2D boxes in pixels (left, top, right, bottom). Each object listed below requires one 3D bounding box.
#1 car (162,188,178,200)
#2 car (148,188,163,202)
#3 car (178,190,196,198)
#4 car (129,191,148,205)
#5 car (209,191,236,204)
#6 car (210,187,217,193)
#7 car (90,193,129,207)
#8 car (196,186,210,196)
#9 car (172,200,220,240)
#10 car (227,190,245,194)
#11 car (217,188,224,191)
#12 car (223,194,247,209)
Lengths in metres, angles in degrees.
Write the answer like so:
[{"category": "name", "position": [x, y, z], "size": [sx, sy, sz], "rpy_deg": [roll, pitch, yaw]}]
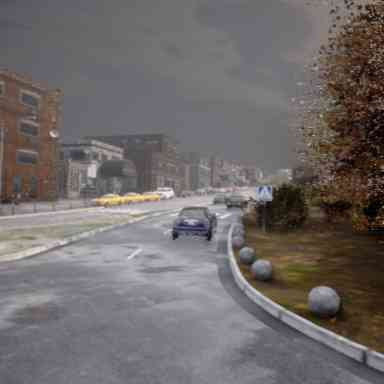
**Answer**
[{"category": "car", "position": [-4.943, 0.312, 56.400], "size": [2.435, 2.045, 5.566], "rpy_deg": [1, 2, 18]}, {"category": "car", "position": [-6.754, 0.695, 50.888], "size": [1.946, 1.575, 5.366], "rpy_deg": [1, 2, 18]}, {"category": "car", "position": [-1.520, 0.334, 66.906], "size": [2.163, 1.488, 4.792], "rpy_deg": [1, 2, 18]}, {"category": "car", "position": [-8.470, 0.824, 45.638], "size": [1.946, 1.575, 5.366], "rpy_deg": [1, 2, 18]}, {"category": "car", "position": [4.383, 1.058, 47.224], "size": [2.033, 1.411, 5.357], "rpy_deg": [1, 2, 19]}, {"category": "car", "position": [3.638, -0.334, 82.650], "size": [2.435, 2.045, 5.566], "rpy_deg": [1, 2, 18]}, {"category": "car", "position": [-10.196, 0.956, 40.393], "size": [1.946, 1.575, 5.366], "rpy_deg": [1, 2, 18]}, {"category": "car", "position": [1.929, 0.047, 77.440], "size": [2.231, 1.521, 4.892], "rpy_deg": [1, 2, 18]}, {"category": "car", "position": [0.257, 1.596, 19.111], "size": [2.097, 1.767, 4.553], "rpy_deg": [2, 1, 8]}, {"category": "car", "position": [7.528, 0.819, 56.862], "size": [2.033, 1.411, 5.357], "rpy_deg": [1, 2, 18]}, {"category": "car", "position": [6.509, -0.303, 91.626], "size": [2.231, 1.521, 4.892], "rpy_deg": [1, 2, 19]}, {"category": "car", "position": [5.459, 1.332, 39.912], "size": [1.895, 1.301, 4.718], "rpy_deg": [1, 2, 18]}]
